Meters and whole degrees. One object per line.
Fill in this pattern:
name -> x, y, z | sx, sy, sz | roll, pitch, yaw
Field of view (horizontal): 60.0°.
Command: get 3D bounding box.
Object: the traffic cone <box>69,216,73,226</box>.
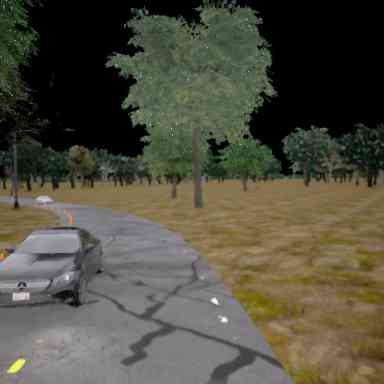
traffic cone -> -8.779, 2.199, 24.002 | 0.340, 0.580, 0.340 | -1, 0, -18

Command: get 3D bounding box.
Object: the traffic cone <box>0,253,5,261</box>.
traffic cone -> -5.593, 2.097, 9.824 | 0.340, 0.580, 0.340 | 0, -1, -8

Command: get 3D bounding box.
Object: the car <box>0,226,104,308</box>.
car -> -3.339, 1.632, 8.253 | 1.812, 1.442, 4.674 | 0, -1, -7

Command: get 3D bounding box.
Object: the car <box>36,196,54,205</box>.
car -> -25.140, 1.410, 56.712 | 1.812, 1.442, 4.674 | -2, 2, -42

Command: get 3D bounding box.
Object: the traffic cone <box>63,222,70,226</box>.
traffic cone -> -7.451, 2.181, 19.339 | 0.340, 0.580, 0.340 | -1, 0, -14
